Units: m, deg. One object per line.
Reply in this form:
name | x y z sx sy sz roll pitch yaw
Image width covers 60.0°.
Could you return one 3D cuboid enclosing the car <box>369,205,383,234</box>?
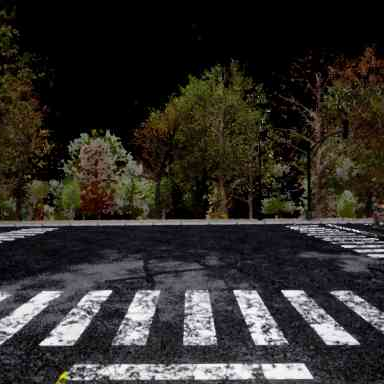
car | 10.772 1.402 14.509 5.357 1.411 2.033 -1 -1 1
